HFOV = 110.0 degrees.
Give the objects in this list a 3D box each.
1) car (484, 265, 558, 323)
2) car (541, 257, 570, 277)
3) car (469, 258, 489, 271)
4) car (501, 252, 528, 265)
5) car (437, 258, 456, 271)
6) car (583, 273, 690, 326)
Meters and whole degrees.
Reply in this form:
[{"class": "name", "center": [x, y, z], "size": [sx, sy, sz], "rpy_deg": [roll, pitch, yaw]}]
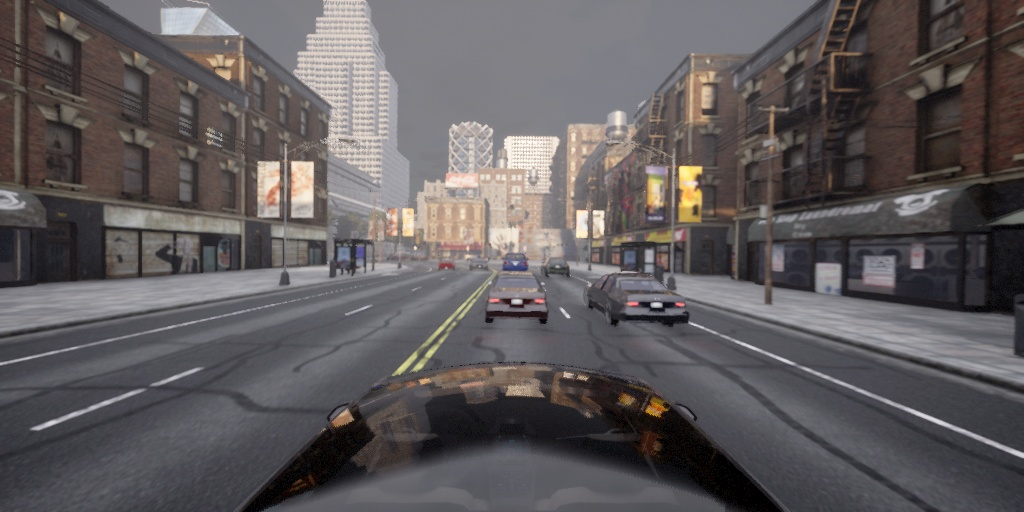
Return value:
[{"class": "car", "center": [0.142, 1.207, 11.804], "size": [2.033, 1.411, 5.357], "rpy_deg": [1, 1, 0]}, {"class": "car", "center": [3.728, 0.875, 31.613], "size": [2.097, 1.767, 4.553], "rpy_deg": [1, 1, -1]}, {"class": "car", "center": [-3.721, 0.923, 40.073], "size": [1.994, 1.385, 4.181], "rpy_deg": [1, 0, -8]}, {"class": "car", "center": [0.252, 0.705, 31.270], "size": [2.150, 2.045, 5.566], "rpy_deg": [1, 1, 0]}, {"class": "car", "center": [-7.179, 0.917, 39.604], "size": [1.895, 1.301, 4.718], "rpy_deg": [1, 0, -9]}, {"class": "car", "center": [3.640, 1.253, 11.489], "size": [2.033, 1.411, 5.357], "rpy_deg": [1, 1, 0]}]
